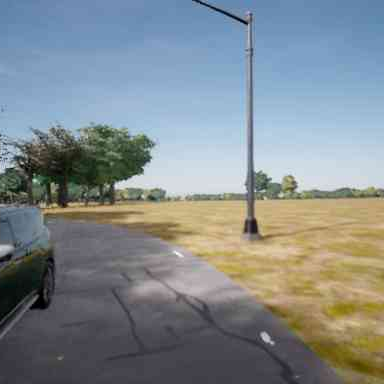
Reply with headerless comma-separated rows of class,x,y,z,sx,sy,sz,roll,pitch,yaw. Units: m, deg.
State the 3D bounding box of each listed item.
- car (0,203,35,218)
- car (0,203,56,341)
car,-19.115,1.953,35.524,4.892,1.490,1.837,-1,-1,32
car,-3.616,1.239,4.849,2.150,2.045,5.566,0,0,-9
